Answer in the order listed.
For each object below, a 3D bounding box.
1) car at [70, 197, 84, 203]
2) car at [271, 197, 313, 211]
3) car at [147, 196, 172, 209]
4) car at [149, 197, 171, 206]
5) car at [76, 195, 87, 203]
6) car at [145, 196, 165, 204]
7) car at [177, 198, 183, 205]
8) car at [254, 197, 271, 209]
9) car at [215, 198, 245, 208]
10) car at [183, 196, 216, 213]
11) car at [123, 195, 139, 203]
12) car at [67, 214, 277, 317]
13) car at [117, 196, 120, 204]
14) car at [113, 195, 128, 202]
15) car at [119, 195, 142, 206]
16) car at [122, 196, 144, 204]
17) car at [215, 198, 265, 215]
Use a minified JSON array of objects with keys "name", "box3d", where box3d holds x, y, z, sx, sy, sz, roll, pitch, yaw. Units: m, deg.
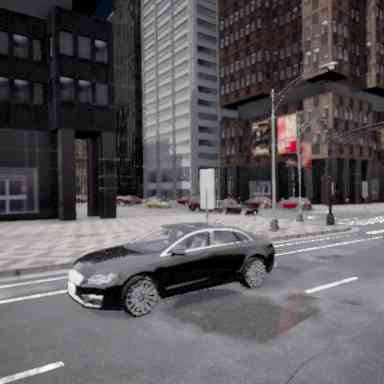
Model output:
[{"name":"car","box3d":[-26.798,1.801,77.484,1.887,1.381,4.507,-2,1,-36]},{"name":"car","box3d":[11.677,1.324,38.286,1.967,1.590,4.097,-2,1,-36]},{"name":"car","box3d":[-4.621,1.624,46.440,1.752,1.417,4.829,-2,1,-36]},{"name":"car","box3d":[-5.555,1.593,57.714,1.994,1.385,4.181,-1,1,-35]},{"name":"car","box3d":[-23.649,1.547,73.067,2.192,1.841,5.009,-2,1,-36]},{"name":"car","box3d":[-7.341,1.532,64.910,1.752,1.417,4.829,-2,1,-36]},{"name":"car","box3d":[-0.935,1.508,55.943,1.887,1.381,4.507,-2,1,-36]},{"name":"car","box3d":[8.524,1.343,42.700,1.967,1.590,4.097,-2,1,-36]},{"name":"car","box3d":[5.373,1.504,47.115,1.802,1.307,4.206,-2,1,-36]},{"name":"car","box3d":[1.584,1.375,37.746,2.192,1.841,5.009,-2,1,-36]},{"name":"car","box3d":[-13.551,1.491,73.599,1.967,1.590,4.097,-2,1,-36]},{"name":"car","box3d":[-0.203,1.476,7.513,4.902,1.511,2.128,0,0,-35]},{"name":"car","box3d":[-14.182,1.745,59.824,1.802,1.307,4.206,-2,1,-36]},{"name":"car","box3d":[-16.704,1.515,78.014,1.967,1.590,4.097,-2,1,-36]},{"name":"car","box3d":[-10.653,1.581,59.639,1.882,1.535,5.008,-1,1,-36]},{"name":"car","box3d":[-11.837,1.621,66.458,2.033,1.411,5.357,-1,1,-36]},{"name":"car","box3d":[4.743,1.606,33.334,1.947,1.339,4.313,-2,1,-36]}]
